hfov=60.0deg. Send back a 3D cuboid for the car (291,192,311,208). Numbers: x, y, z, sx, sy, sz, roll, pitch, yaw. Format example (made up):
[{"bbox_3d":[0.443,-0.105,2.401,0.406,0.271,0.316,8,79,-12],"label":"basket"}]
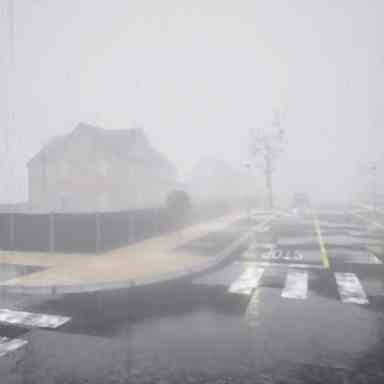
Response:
[{"bbox_3d":[14.769,1.027,44.974,2.150,2.045,5.566,-1,0,20],"label":"car"}]
